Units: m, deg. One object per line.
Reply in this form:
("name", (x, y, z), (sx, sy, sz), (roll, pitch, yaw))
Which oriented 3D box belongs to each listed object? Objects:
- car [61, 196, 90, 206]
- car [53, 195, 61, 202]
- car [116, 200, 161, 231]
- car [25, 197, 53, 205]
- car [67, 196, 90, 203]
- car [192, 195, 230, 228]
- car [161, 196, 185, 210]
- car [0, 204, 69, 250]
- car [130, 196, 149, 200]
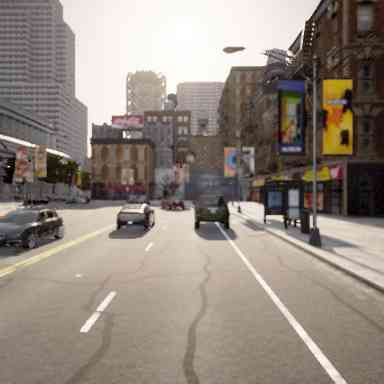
("car", (-18.924, 1.458, 54.533), (4.902, 1.511, 2.128), (0, 0, 42))
("car", (-29.250, 1.477, 72.470), (4.674, 1.452, 2.002), (0, 0, 20))
("car", (-3.398, 1.479, 20.733), (2.128, 1.511, 4.902), (0, 0, 0))
("car", (-25.966, 1.567, 55.607), (4.718, 1.301, 1.895), (0, 0, 34))
("car", (-23.947, 1.553, 70.299), (4.718, 1.301, 1.895), (0, 0, 30))
("car", (1.227, 1.208, 21.962), (2.150, 2.045, 5.566), (0, 0, 0))
("car", (-2.619, 1.326, 43.168), (2.097, 1.767, 4.553), (0, 0, -22))
("car", (-7.114, 1.496, 14.382), (1.837, 1.490, 4.892), (0, 0, 0))
("car", (-8.912, 1.515, 54.581), (2.033, 1.411, 5.357), (0, 0, -39))
